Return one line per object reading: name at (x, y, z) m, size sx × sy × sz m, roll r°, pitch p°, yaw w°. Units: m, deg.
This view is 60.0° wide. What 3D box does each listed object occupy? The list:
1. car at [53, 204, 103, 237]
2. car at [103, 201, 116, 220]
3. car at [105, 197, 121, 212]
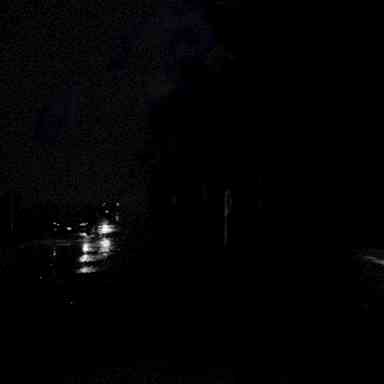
car at (-6.436, 1.586, 18.832) m, size 1.837 × 1.490 × 4.892 m, roll 0°, pitch -1°, yaw -9°
car at (-8.160, 1.723, 29.849) m, size 1.895 × 1.301 × 4.718 m, roll 0°, pitch 0°, yaw -9°
car at (-9.996, 1.486, 41.507) m, size 2.097 × 1.767 × 4.553 m, roll 0°, pitch 0°, yaw -10°
